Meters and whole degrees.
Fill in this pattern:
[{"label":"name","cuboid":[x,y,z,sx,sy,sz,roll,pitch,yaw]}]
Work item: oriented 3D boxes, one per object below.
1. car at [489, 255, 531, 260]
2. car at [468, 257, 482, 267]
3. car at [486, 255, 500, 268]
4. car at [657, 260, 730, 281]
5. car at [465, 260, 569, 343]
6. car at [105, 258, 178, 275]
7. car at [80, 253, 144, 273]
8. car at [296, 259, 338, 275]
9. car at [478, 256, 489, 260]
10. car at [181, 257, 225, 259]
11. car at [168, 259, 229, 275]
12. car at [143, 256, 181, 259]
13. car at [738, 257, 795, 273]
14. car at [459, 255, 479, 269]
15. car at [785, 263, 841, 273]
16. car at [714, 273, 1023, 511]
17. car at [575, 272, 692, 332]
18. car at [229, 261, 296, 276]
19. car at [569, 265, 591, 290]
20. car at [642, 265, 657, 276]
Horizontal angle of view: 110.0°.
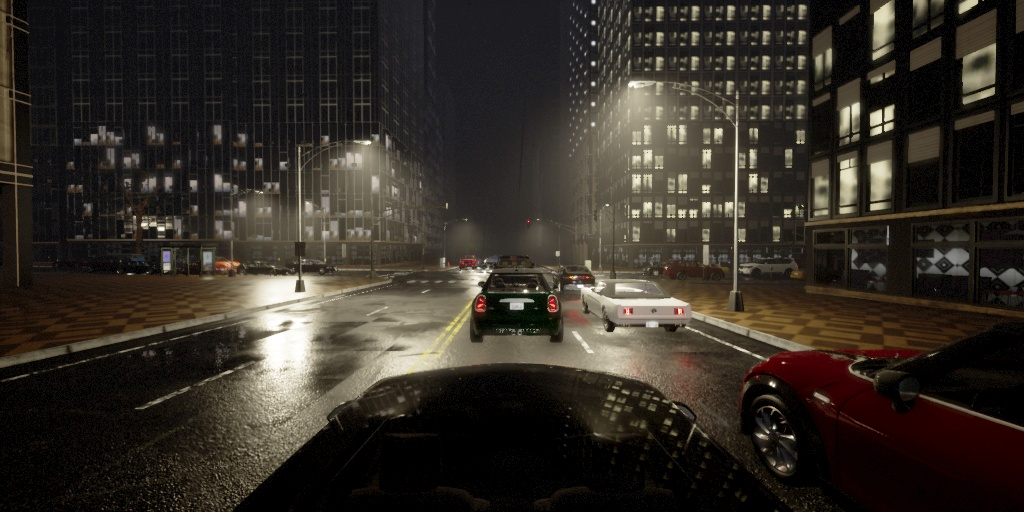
[{"label":"car","cuboid":[0.119,0.963,19.560,2.150,2.045,5.566,0,0,0]},{"label":"car","cuboid":[-6.496,1.054,63.536,2.097,1.767,4.553,0,0,0]},{"label":"car","cuboid":[-3.259,0.925,62.565,2.150,2.045,5.566,0,0,0]},{"label":"car","cuboid":[16.226,1.268,32.175,5.009,1.841,2.192,0,0,1]},{"label":"car","cuboid":[0.108,1.099,9.848,2.097,1.767,4.553,0,0,0]},{"label":"car","cuboid":[-34.063,1.069,33.063,4.313,1.339,1.948,0,0,1]},{"label":"car","cuboid":[-39.386,0.763,35.813,4.553,1.767,2.097,1,1,1]},{"label":"car","cuboid":[-19.774,1.081,35.389,4.902,1.511,2.128,1,1,1]},{"label":"car","cuboid":[-3.290,1.206,52.402,2.128,1.511,4.902,0,0,0]},{"label":"car","cuboid":[-29.392,0.854,35.593,4.553,1.767,2.097,1,1,1]},{"label":"car","cuboid":[-28.383,1.137,32.883,4.207,1.307,1.802,0,0,1]},{"label":"car","cuboid":[-36.142,0.936,38.940,5.357,1.411,2.033,1,1,1]},{"label":"car","cuboid":[26.853,1.171,37.753,5.566,2.045,2.150,0,1,1]},{"label":"car","cuboid":[-6.542,0.935,53.938,2.150,2.045,5.566,0,0,0]},{"label":"car","cuboid":[27.674,1.578,31.966,4.829,1.417,1.751,0,0,1]},{"label":"car","cuboid":[3.350,1.102,1.778,2.097,1.767,4.553,0,0,0]},{"label":"car","cuboid":[3.360,1.347,10.796,1.895,1.301,4.718,0,0,0]},{"label":"car","cuboid":[-22.699,1.173,32.744,4.313,1.339,1.948,0,0,1]},{"label":"car","cuboid":[3.369,1.245,20.053,1.837,1.490,4.892,0,0,0]},{"label":"car","cuboid":[16.386,1.366,37.945,4.892,1.490,1.837,1,1,1]}]
